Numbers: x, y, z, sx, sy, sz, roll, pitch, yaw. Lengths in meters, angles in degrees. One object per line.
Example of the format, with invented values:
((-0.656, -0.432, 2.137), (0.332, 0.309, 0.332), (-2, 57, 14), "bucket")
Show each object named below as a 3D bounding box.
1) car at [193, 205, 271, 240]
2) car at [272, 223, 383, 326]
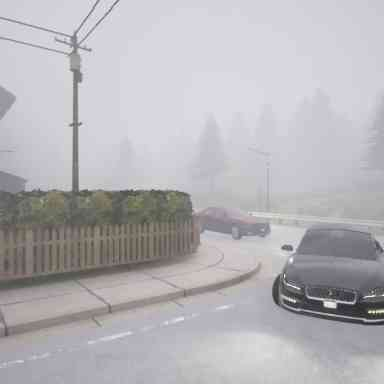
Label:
((1.934, 1.478, 17.487), (1.882, 1.535, 5.008), (0, 0, -33), "car")
((3.233, 1.505, 7.351), (1.837, 1.490, 4.892), (0, 0, 27), "car")
